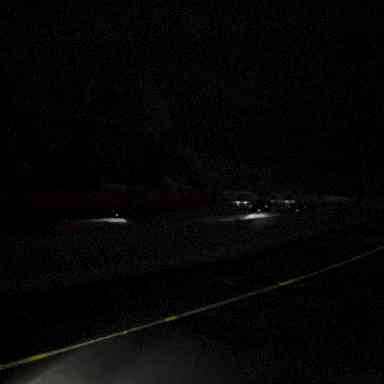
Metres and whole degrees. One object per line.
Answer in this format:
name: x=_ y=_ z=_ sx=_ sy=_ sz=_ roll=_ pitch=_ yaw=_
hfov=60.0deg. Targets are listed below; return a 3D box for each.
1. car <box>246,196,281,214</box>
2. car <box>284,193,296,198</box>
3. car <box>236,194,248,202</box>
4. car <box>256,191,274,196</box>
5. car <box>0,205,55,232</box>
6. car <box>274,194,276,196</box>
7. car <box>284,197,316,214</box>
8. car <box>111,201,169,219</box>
car: x=7.487 y=1.419 z=33.640 sx=1.895 sy=1.301 sz=4.718 roll=0 pitch=0 yaw=30
car: x=21.132 y=1.049 z=72.002 sx=1.837 sy=1.490 sz=4.892 roll=0 pitch=0 yaw=6
car: x=9.997 y=1.174 z=66.660 sx=1.837 sy=1.490 sz=4.892 roll=0 pitch=0 yaw=7
car: x=11.528 y=0.936 z=53.268 sx=2.150 sy=2.045 sz=5.566 roll=0 pitch=0 yaw=12
car: x=-10.234 y=1.497 z=18.440 sx=4.892 sy=1.490 sz=1.837 roll=-1 pitch=1 yaw=-40
car: x=17.837 y=1.074 z=74.143 sx=1.994 sy=1.385 sz=4.181 roll=0 pitch=0 yaw=6
car: x=10.615 y=1.406 z=32.084 sx=1.895 sy=1.301 sz=4.718 roll=0 pitch=0 yaw=30
car: x=-4.347 y=1.460 z=28.889 sx=2.033 sy=1.411 sz=5.357 roll=0 pitch=0 yaw=41
